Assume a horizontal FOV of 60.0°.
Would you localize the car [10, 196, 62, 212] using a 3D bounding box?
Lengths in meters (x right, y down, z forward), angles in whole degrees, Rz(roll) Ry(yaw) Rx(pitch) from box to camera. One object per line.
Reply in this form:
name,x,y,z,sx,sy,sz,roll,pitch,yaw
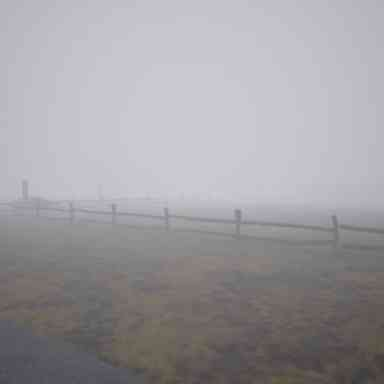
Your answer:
car,-15.221,1.161,32.848,2.128,1.511,4.902,-1,0,36
